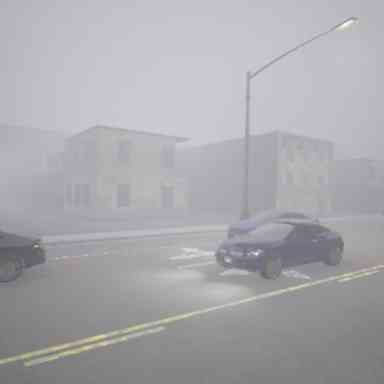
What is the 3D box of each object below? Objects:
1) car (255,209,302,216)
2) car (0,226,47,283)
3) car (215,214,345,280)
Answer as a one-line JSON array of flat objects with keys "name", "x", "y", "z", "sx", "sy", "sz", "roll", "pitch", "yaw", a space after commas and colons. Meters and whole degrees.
[{"name": "car", "x": 3.843, "y": 1.575, "z": 15.339, "sx": 5.008, "sy": 1.535, "sz": 1.882, "roll": 1, "pitch": 0, "yaw": -36}, {"name": "car", "x": -6.128, "y": 1.519, "z": 8.216, "sx": 4.674, "sy": 1.442, "sz": 1.812, "roll": 1, "pitch": -1, "yaw": -36}, {"name": "car", "x": 2.878, "y": 1.593, "z": 10.308, "sx": 4.674, "sy": 1.442, "sz": 1.812, "roll": 1, "pitch": 0, "yaw": -35}]
